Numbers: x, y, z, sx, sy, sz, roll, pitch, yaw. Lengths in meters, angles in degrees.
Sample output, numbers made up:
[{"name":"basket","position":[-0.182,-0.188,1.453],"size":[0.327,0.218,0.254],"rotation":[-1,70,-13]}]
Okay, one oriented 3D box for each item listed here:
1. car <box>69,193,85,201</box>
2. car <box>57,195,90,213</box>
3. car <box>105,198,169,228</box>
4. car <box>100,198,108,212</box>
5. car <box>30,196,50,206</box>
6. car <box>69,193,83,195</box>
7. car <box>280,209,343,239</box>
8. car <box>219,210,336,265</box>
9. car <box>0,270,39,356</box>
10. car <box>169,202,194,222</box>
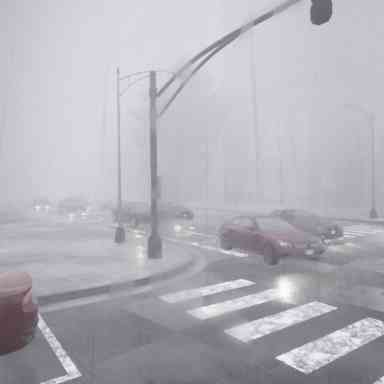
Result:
[{"name":"car","position":[-22.844,0.925,66.041],"size":[1.812,1.442,4.674],"rotation":[-1,1,-36]},{"name":"car","position":[-12.601,1.337,34.599],"size":[2.033,1.411,5.357],"rotation":[-1,1,-36]},{"name":"car","position":[-3.809,1.389,22.275],"size":[1.882,1.535,5.008],"rotation":[-1,1,-36]},{"name":"car","position":[-7.757,1.298,33.411],"size":[1.812,1.442,4.674],"rotation":[-1,1,-35]},{"name":"car","position":[-21.693,1.228,47.477],"size":[1.994,1.385,4.181],"rotation":[-1,1,-35]},{"name":"car","position":[-15.066,1.023,43.689],"size":[2.097,1.767,4.553],"rotation":[-1,1,-35]},{"name":"car","position":[4.849,1.512,15.753],"size":[1.994,1.385,4.181],"rotation":[-1,1,-36]},{"name":"car","position":[2.577,1.531,11.954],"size":[1.812,1.442,4.674],"rotation":[0,0,-23]},{"name":"car","position":[-4.180,1.545,3.677],"size":[4.507,1.381,1.887],"rotation":[0,-1,-36]},{"name":"car","position":[-1.639,1.422,24.836],"size":[1.994,1.385,4.181],"rotation":[-1,1,-35]}]
